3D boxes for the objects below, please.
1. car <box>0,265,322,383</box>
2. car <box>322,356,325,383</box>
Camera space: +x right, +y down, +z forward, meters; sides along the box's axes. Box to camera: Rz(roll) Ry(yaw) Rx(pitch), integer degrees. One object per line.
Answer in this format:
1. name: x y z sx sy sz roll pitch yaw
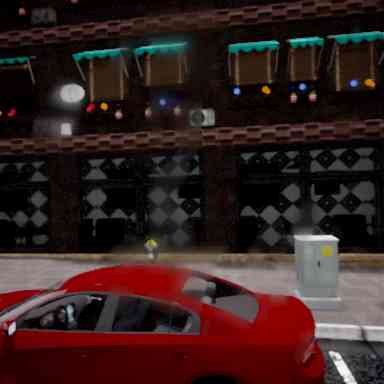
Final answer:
1. car: -0.933 1.542 3.752 4.507 1.381 1.887 0 -1 8
2. car: 3.228 1.520 1.390 4.674 1.442 1.812 0 0 8
